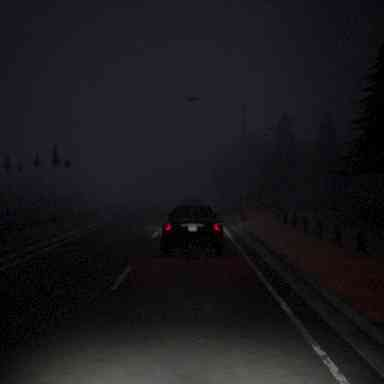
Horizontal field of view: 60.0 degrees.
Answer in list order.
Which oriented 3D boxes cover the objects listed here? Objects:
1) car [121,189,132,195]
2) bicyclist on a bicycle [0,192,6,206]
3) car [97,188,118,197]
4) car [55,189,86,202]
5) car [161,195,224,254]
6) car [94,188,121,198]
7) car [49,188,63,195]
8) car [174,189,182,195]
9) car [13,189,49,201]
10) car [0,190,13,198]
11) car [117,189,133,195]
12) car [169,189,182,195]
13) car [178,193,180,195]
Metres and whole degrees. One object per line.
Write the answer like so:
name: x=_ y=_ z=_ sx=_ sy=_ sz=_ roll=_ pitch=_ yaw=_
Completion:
car: x=-17.676 y=0.029 z=82.688 sx=5.027 sy=1.636 sz=2.152 roll=0 pitch=1 yaw=0
bicyclist on a bicycle: x=-21.899 y=0.787 z=38.291 sx=0.582 sy=1.620 sz=1.656 roll=0 pitch=1 yaw=-1
car: x=-17.673 y=0.129 z=69.893 sx=3.866 sy=1.878 sz=1.905 roll=0 pitch=1 yaw=0
car: x=-17.392 y=0.721 z=48.410 sx=3.633 sy=1.501 sz=1.845 roll=0 pitch=1 yaw=0
car: x=0.037 y=1.174 z=12.802 sx=2.097 sy=1.767 sz=4.553 roll=0 pitch=1 yaw=1
car: x=-17.260 y=0.189 z=66.988 sx=4.605 sy=1.855 sz=1.932 roll=0 pitch=1 yaw=0
car: x=-35.060 y=-0.070 z=85.821 sx=4.605 sy=1.855 sz=1.932 roll=0 pitch=1 yaw=0
car: x=-3.511 y=-0.001 z=82.732 sx=1.812 sy=1.442 sz=4.674 roll=0 pitch=1 yaw=0
car: x=-24.814 y=0.690 z=51.388 sx=3.806 sy=1.475 sz=1.970 roll=0 pitch=1 yaw=0
car: x=-35.808 y=0.461 z=63.377 sx=3.633 sy=1.501 sz=1.845 roll=0 pitch=1 yaw=0
car: x=-18.001 y=0.020 z=89.105 sx=3.806 sy=1.475 sz=1.970 roll=0 pitch=1 yaw=0
car: x=-3.514 y=0.425 z=67.414 sx=2.097 sy=1.767 sz=4.553 roll=0 pitch=1 yaw=0
car: x=0.042 y=1.105 z=28.357 sx=2.128 sy=1.511 sz=4.902 roll=0 pitch=1 yaw=1
